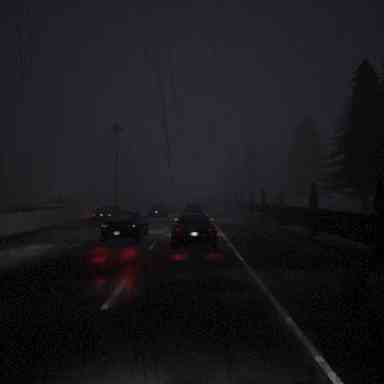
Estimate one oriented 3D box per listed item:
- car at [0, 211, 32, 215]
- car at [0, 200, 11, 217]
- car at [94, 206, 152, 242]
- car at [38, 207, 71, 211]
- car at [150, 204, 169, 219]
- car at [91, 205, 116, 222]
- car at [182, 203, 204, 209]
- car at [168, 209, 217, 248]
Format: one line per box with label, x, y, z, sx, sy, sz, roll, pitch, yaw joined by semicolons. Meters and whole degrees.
car;-17.600;1.829;33.615;2.128;1.511;4.902;0;-1;0
car;-21.097;1.698;34.475;2.097;1.767;4.553;0;-1;0
car;-3.417;1.700;17.345;1.812;1.442;4.674;0;-1;0
car;-14.100;1.574;35.230;2.150;2.045;5.566;0;-1;0
car;-3.405;1.903;33.750;1.994;1.385;4.181;0;-1;0
car;-6.904;1.828;27.882;2.033;1.411;5.357;0;-1;0
car;0.095;1.840;33.317;1.837;1.490;4.892;0;-1;0
car;0.098;1.723;15.732;1.994;1.385;4.181;0;-1;0
